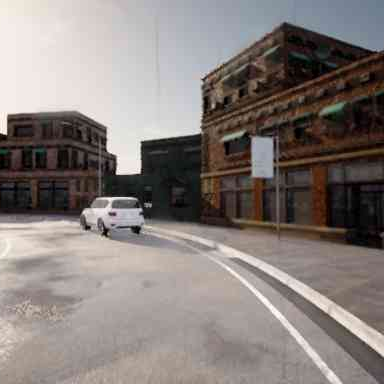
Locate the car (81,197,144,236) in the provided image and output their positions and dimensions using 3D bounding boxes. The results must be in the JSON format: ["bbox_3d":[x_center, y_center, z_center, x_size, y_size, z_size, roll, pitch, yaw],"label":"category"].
[{"bbox_3d":[-4.762,1.325,19.449,2.150,2.045,5.566,2,-1,-34],"label":"car"}]
